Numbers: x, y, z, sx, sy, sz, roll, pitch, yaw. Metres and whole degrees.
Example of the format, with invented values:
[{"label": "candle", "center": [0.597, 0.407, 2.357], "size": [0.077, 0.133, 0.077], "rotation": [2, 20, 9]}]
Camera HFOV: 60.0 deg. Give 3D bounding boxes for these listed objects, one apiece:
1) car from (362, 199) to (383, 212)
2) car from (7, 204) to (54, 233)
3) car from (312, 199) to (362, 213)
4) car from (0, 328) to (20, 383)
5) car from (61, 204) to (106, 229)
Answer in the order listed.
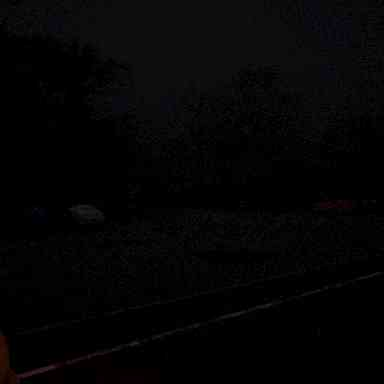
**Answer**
[{"label": "car", "center": [20.688, 1.587, 41.258], "size": [2.097, 1.535, 5.008], "rotation": [0, 0, -35]}, {"label": "car", "center": [-9.618, 1.461, 19.681], "size": [2.097, 1.535, 5.008], "rotation": [0, 0, -35]}, {"label": "car", "center": [16.158, 1.552, 38.020], "size": [2.097, 1.535, 5.008], "rotation": [0, 0, -35]}, {"label": "car", "center": [-3.384, 1.472, 1.148], "size": [5.008, 1.535, 1.882], "rotation": [0, 0, -35]}, {"label": "car", "center": [-7.048, 1.509, 21.501], "size": [2.002, 1.452, 4.674], "rotation": [0, 0, -35]}]
